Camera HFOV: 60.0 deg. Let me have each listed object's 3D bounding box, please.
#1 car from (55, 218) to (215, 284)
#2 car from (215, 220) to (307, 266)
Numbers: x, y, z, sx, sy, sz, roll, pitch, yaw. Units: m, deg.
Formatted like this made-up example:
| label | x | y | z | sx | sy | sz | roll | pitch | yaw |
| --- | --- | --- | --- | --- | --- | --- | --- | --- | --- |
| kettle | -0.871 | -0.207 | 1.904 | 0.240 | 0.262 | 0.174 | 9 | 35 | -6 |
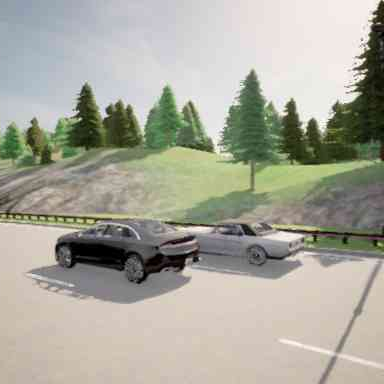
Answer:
| label | x | y | z | sx | sy | sz | roll | pitch | yaw |
| --- | --- | --- | --- | --- | --- | --- | --- | --- | --- |
| car | -2.053 | 1.526 | 9.738 | 4.902 | 1.511 | 2.128 | 0 | 0 | 35 |
| car | 1.361 | 1.621 | 11.593 | 4.718 | 1.301 | 1.895 | 0 | 0 | 35 |
